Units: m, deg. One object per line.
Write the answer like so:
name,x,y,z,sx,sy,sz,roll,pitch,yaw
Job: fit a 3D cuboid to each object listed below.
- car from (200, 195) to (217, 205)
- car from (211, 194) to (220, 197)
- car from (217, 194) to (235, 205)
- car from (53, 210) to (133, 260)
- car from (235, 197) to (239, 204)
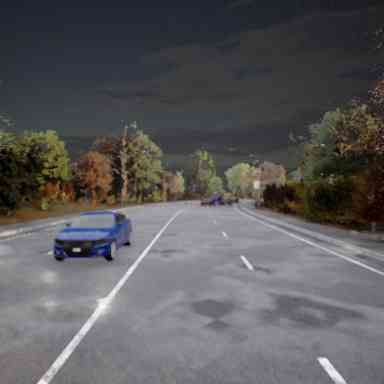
car,2.912,1.798,62.160,1.895,1.301,4.718,0,0,13
car,5.304,1.348,72.065,2.150,2.045,5.566,0,0,18
car,6.462,1.705,62.079,1.837,1.490,4.892,0,0,13
car,-3.506,1.489,12.603,1.882,1.535,5.008,0,0,0
car,8.926,1.756,71.967,1.895,1.301,4.718,0,0,18
